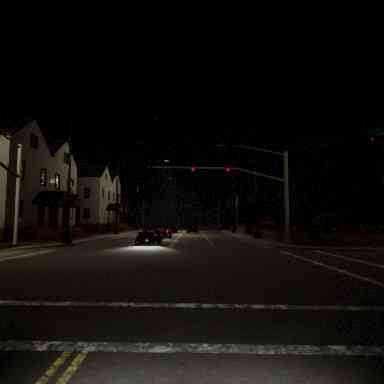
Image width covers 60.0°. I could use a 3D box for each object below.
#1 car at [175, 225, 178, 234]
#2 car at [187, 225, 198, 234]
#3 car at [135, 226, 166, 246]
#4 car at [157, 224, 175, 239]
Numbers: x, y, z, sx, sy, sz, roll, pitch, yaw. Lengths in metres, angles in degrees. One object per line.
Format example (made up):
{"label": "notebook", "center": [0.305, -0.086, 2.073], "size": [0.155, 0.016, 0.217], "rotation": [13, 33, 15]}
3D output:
{"label": "car", "center": [-3.481, 6.278, 56.340], "size": [1.837, 1.490, 4.892], "rotation": [0, -5, 0]}
{"label": "car", "center": [0.107, 6.475, 57.881], "size": [2.033, 1.411, 5.357], "rotation": [0, -5, 0]}
{"label": "car", "center": [-3.556, 3.807, 28.089], "size": [1.994, 1.385, 4.181], "rotation": [0, -5, 0]}
{"label": "car", "center": [-3.520, 4.654, 39.880], "size": [2.097, 1.767, 4.553], "rotation": [0, -6, 0]}
